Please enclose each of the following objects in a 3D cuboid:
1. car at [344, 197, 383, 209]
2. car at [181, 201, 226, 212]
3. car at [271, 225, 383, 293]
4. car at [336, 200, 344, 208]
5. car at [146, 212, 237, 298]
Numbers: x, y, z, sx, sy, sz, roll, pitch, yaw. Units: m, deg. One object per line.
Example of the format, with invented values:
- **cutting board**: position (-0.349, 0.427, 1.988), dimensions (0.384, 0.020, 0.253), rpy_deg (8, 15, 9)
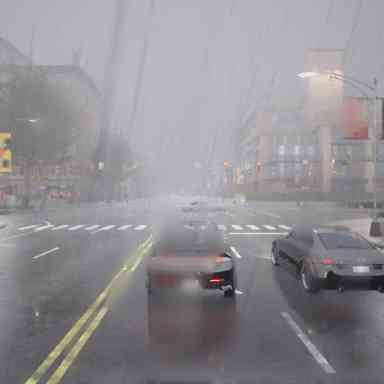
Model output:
- **car**: position (23.014, 1.478, 43.096), dimensions (5.008, 1.535, 1.882), rpy_deg (0, 0, 0)
- **car**: position (1.198, 1.601, 34.753), dimensions (4.718, 1.301, 1.895), rpy_deg (0, 0, 0)
- **car**: position (3.479, 1.564, 8.867), dimensions (1.994, 1.385, 4.181), rpy_deg (0, 0, 0)
- **car**: position (22.793, 1.492, 46.591), dimensions (4.902, 1.511, 2.128), rpy_deg (0, 0, 0)
- **car**: position (-0.020, 1.492, 8.530), dimensions (2.128, 1.511, 4.902), rpy_deg (0, 0, 0)
